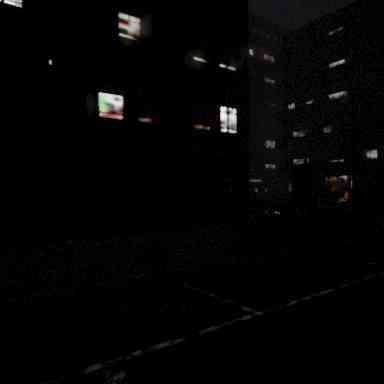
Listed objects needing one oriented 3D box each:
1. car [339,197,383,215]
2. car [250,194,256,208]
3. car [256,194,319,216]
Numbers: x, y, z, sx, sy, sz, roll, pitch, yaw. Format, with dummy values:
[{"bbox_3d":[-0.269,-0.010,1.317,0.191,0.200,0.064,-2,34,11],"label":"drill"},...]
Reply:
[{"bbox_3d":[14.010,1.025,25.741,1.895,1.301,4.718,-1,1,-35],"label":"car"},{"bbox_3d":[6.018,0.912,31.147,1.994,1.385,4.181,-1,1,-36],"label":"car"},{"bbox_3d":[7.328,1.017,24.971,2.008,1.369,4.403,0,1,-36],"label":"car"}]
